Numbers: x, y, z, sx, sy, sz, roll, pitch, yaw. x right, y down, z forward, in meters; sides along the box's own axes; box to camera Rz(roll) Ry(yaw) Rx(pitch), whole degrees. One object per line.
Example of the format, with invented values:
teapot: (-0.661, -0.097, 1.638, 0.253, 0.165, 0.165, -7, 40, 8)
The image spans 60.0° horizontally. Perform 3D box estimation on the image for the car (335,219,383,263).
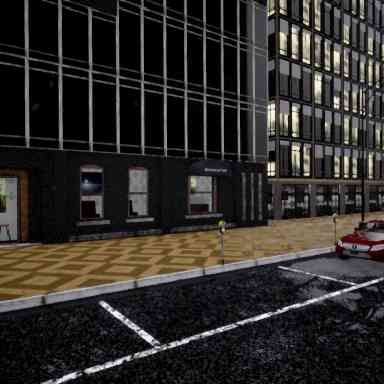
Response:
car: (6.595, 1.580, 11.242, 4.206, 1.307, 1.802, 0, 0, -35)
